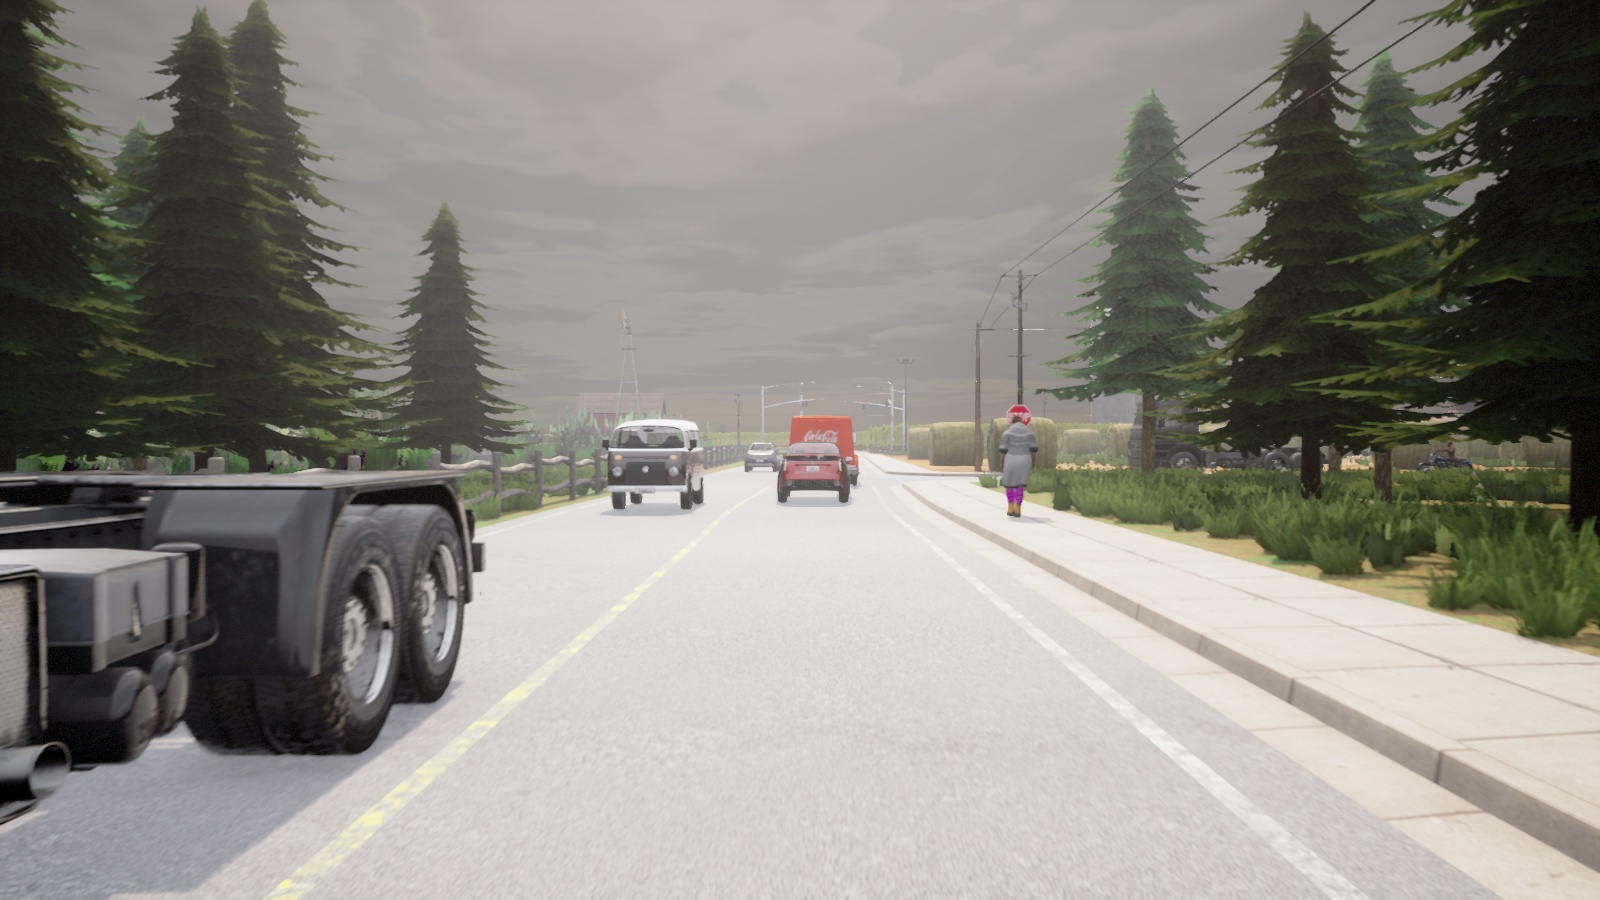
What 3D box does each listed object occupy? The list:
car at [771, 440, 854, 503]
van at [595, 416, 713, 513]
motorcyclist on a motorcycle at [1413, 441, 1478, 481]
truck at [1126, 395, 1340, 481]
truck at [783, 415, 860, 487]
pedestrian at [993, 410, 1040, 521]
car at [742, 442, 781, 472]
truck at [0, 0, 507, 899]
[{"bbox_3d":[0.373,0.501,32.781,2.007,1.525,4.514,0,0,2],"label":"car"},{"bbox_3d":[-3.246,0.297,28.774,2.069,2.038,4.480,0,0,1],"label":"van"},{"bbox_3d":[27.041,0.449,52.649,2.350,1.649,0.766,0,0,-1],"label":"motorcyclist on a motorcycle"},{"bbox_3d":[17.997,-0.490,52.530,7.936,3.462,2.891,0,0,-1],"label":"truck"},{"bbox_3d":[0.821,0.007,45.407,2.627,2.467,5.204,0,1,2],"label":"truck"},{"bbox_3d":[3.882,0.274,22.535,0.659,1.952,0.873,0,0,-2],"label":"pedestrian"},{"bbox_3d":[-1.969,0.348,65.186,1.789,1.549,3.705,0,0,2],"label":"car"},{"bbox_3d":[-3.446,-0.264,4.482,2.891,3.462,7.936,0,0,0],"label":"truck"}]
